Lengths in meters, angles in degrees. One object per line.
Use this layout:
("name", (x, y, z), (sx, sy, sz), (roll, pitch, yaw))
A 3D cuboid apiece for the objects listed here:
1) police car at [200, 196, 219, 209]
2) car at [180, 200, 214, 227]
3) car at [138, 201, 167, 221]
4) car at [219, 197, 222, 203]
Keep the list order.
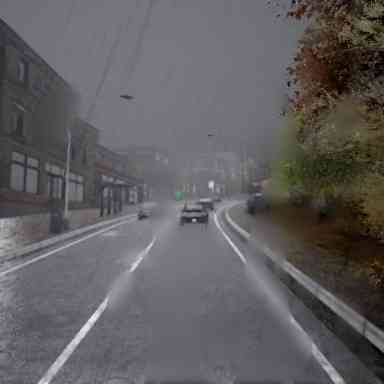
("police car", (1.861, 1.457, 41.666), (1.930, 1.638, 5.238), (-1, 0, 8))
("car", (0.200, 1.527, 22.829), (2.128, 1.511, 4.902), (0, 0, 2))
("car", (-3.266, 1.561, 27.946), (1.837, 1.490, 4.892), (-1, 0, 3))
("car", (4.710, 1.626, 68.397), (2.033, 1.411, 5.357), (-2, 0, 20))
